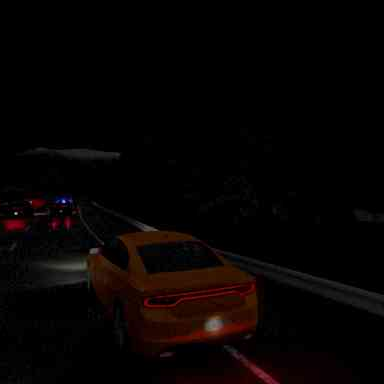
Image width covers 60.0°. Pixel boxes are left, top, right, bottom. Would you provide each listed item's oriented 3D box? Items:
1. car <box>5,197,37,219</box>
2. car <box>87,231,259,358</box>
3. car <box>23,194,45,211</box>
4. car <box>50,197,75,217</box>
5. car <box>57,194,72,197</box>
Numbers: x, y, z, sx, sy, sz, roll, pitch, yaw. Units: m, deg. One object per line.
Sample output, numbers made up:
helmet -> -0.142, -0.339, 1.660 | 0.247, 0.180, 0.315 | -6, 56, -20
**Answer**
car -> -15.325, 1.501, 29.695 | 1.837, 1.490, 4.892 | 0, 0, -20
car -> -0.780, 1.478, 6.321 | 1.882, 1.535, 5.008 | 0, 0, -25
car -> -18.824, 1.216, 39.540 | 2.150, 2.045, 5.566 | 0, 0, -19
car -> -12.265, 1.489, 31.398 | 2.128, 1.511, 4.902 | 0, 0, -19
car -> -15.776, 1.217, 41.264 | 2.150, 2.045, 5.566 | 0, 0, -19
